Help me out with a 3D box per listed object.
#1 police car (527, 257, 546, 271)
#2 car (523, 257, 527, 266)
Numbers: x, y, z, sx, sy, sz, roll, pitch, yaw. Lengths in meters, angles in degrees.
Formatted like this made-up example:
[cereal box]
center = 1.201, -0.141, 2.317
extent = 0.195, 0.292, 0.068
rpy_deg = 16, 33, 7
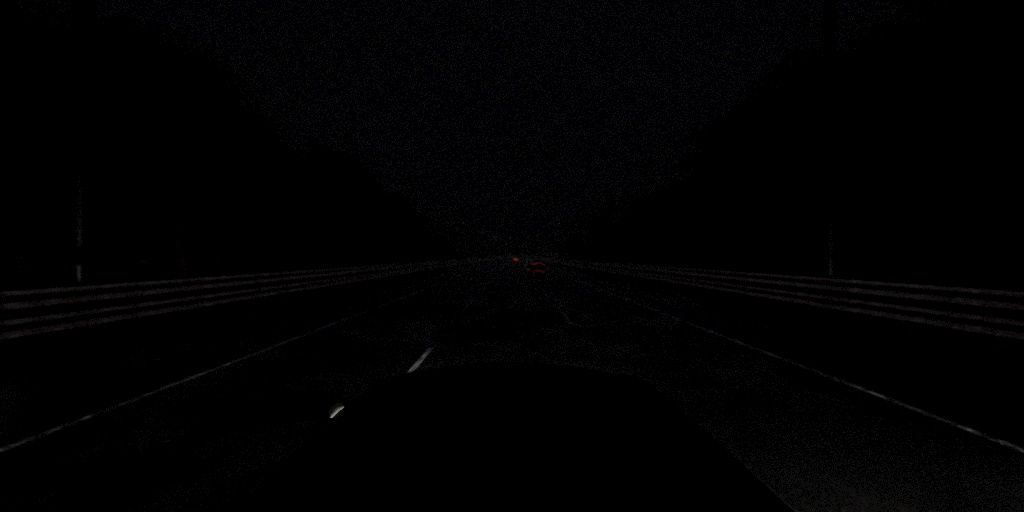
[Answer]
[police car]
center = 3.497, 1.236, 49.621
extent = 2.038, 1.542, 4.974
rpy_deg = 0, 0, 0
[car]
center = 3.496, 1.218, 60.626
extent = 2.128, 1.511, 4.902
rpy_deg = 0, 0, 0
